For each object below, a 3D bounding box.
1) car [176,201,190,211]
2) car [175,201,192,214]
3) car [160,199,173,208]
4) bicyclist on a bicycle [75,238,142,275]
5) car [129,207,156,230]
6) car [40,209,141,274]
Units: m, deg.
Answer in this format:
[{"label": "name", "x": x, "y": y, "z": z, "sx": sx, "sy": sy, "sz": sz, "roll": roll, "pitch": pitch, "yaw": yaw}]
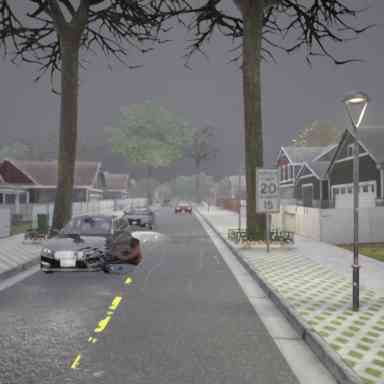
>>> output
[{"label": "car", "x": -1.311, "y": 1.935, "z": 48.229, "sx": 1.895, "sy": 1.301, "sz": 4.718, "roll": 0, "pitch": -1, "yaw": -1}, {"label": "car", "x": -0.988, "y": 1.818, "z": 38.181, "sx": 1.895, "sy": 1.301, "sz": 4.718, "roll": 0, "pitch": -1, "yaw": -1}, {"label": "car", "x": -4.506, "y": 2.003, "z": 59.394, "sx": 1.837, "sy": 1.490, "sz": 4.892, "roll": 0, "pitch": -2, "yaw": -1}, {"label": "bicyclist on a bicycle", "x": -1.807, "y": 1.554, "z": 8.095, "sx": 1.620, "sy": 0.582, "sz": 1.656, "roll": -29, "pitch": -45, "yaw": 27}, {"label": "car", "x": -3.429, "y": 1.639, "z": 21.449, "sx": 1.994, "sy": 1.385, "sz": 4.181, "roll": 0, "pitch": 0, "yaw": -2}, {"label": "car", "x": -3.132, "y": 1.501, "z": 10.676, "sx": 2.128, "sy": 1.511, "sz": 4.902, "roll": 0, "pitch": 0, "yaw": -2}]
